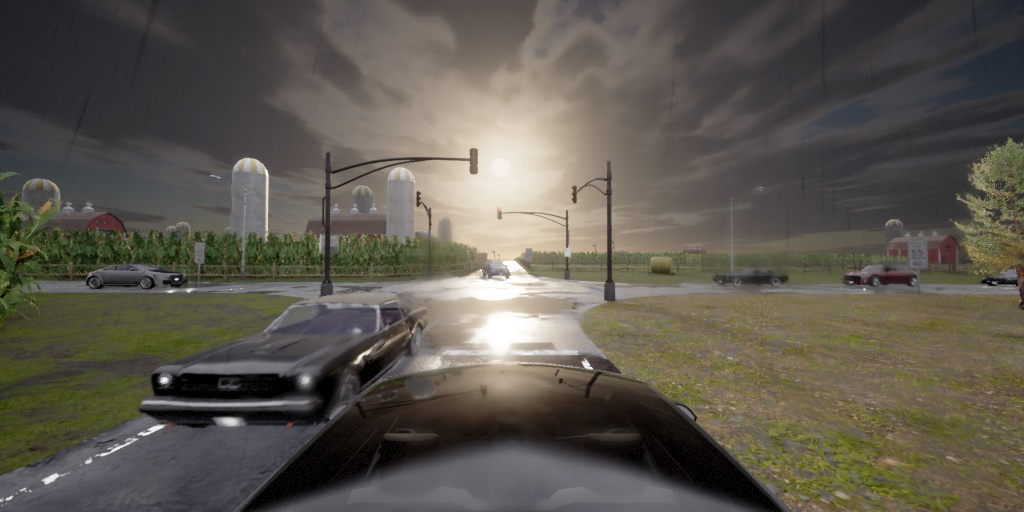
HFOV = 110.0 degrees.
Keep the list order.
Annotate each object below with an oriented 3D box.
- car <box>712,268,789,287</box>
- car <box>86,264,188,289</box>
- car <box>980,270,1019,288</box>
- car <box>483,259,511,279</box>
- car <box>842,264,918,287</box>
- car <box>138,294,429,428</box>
[{"bbox_3d":[17.410,1.566,26.318,4.718,1.301,1.895,1,-1,-4],"label":"car"},{"bbox_3d":[-20.960,1.117,20.166,4.181,1.385,1.994,0,-1,-3],"label":"car"},{"bbox_3d":[40.012,1.726,27.968,5.357,1.411,2.033,0,-1,-4],"label":"car"},{"bbox_3d":[-1.555,1.299,33.434,1.812,1.442,4.674,0,0,-15],"label":"car"},{"bbox_3d":[27.678,1.413,27.051,4.553,1.767,2.097,1,-1,-4],"label":"car"},{"bbox_3d":[-2.803,1.352,5.793,1.895,1.301,4.718,0,0,1],"label":"car"}]
